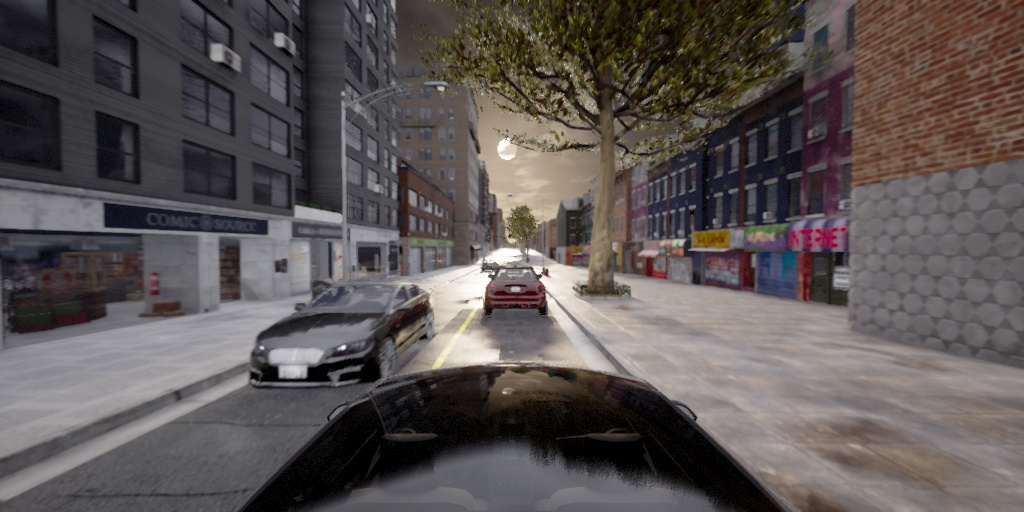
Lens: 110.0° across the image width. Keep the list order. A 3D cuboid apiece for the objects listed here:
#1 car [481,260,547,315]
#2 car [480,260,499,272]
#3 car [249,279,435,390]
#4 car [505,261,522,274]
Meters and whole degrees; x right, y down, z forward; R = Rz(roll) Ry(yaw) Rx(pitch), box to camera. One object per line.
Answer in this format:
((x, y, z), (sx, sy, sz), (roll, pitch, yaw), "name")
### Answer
((0.123, 1.102, 13.787), (2.097, 1.767, 4.553), (0, 0, 0), "car")
((-2.666, 1.203, 43.846), (1.994, 1.385, 4.181), (0, 0, 1), "car")
((-2.839, 1.240, 7.108), (2.128, 1.511, 4.902), (0, 0, 0), "car")
((0.183, 1.257, 41.503), (1.895, 1.301, 4.718), (0, 0, 0), "car")
